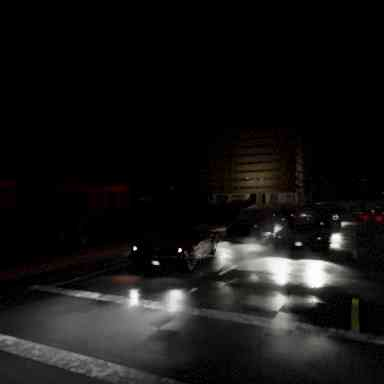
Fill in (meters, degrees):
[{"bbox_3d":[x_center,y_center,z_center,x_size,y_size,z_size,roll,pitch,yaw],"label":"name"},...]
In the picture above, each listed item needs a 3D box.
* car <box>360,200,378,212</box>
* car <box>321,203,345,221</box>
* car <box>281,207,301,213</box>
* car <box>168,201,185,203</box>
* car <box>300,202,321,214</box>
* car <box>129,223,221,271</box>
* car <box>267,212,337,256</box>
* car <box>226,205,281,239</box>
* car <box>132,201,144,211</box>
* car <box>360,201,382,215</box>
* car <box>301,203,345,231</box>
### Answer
[{"bbox_3d":[25.484,2.000,48.104,2.128,1.511,4.902,-1,-1,26],"label":"car"},{"bbox_3d":[13.637,1.856,32.051,1.882,1.535,5.008,-1,-1,26],"label":"car"},{"bbox_3d":[8.544,2.010,29.620,1.895,1.301,4.718,-1,-1,26],"label":"car"},{"bbox_3d":[-3.255,2.289,54.854,4.605,1.855,1.932,-1,-1,26],"label":"car"},{"bbox_3d":[15.905,2.132,44.481,2.033,1.411,5.357,-1,-1,26],"label":"car"},{"bbox_3d":[-0.372,1.802,11.864,1.895,1.301,4.718,-1,-1,18],"label":"car"},{"bbox_3d":[4.738,1.726,13.893,1.994,1.385,4.181,-1,-1,26],"label":"car"},{"bbox_3d":[3.557,1.766,19.444,1.882,1.535,5.008,-1,-1,26],"label":"car"},{"bbox_3d":[-11.754,2.989,71.755,3.806,1.475,1.970,-1,-1,26],"label":"car"},{"bbox_3d":[21.037,1.923,38.901,1.812,1.442,4.674,-1,-1,27],"label":"car"},{"bbox_3d":[9.046,1.619,22.704,2.097,1.767,4.553,-1,-1,26],"label":"car"}]
